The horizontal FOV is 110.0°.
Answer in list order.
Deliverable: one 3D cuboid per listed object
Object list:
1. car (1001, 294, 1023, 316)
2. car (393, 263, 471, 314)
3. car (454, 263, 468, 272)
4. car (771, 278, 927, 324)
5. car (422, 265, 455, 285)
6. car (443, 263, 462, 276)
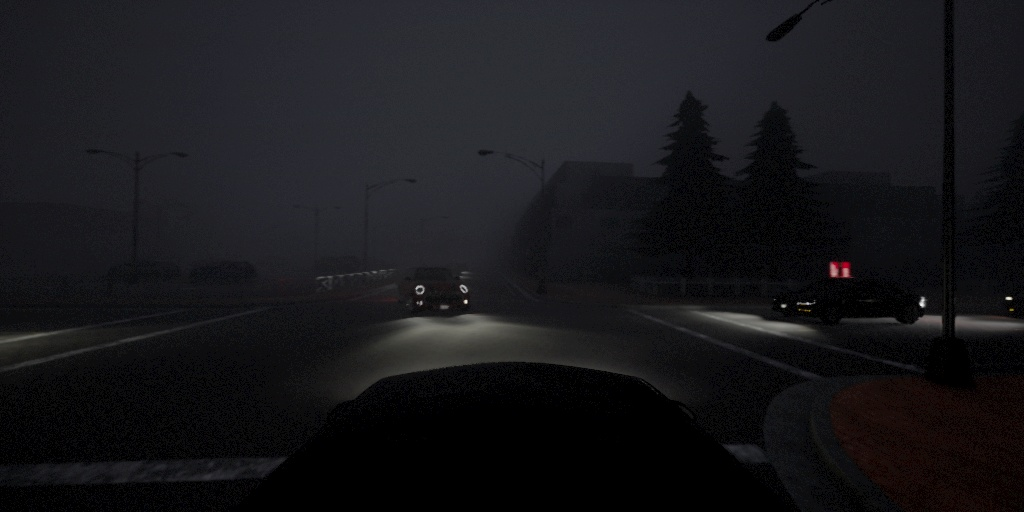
[{"bbox_3d":[22.028,1.801,13.784,4.718,1.301,1.895,1,-1,-5],"label":"car"},{"bbox_3d":[-3.272,1.185,14.402,2.097,1.767,4.553,1,-1,-25],"label":"car"},{"bbox_3d":[-8.076,1.769,57.007,1.895,1.301,4.718,1,-1,-4],"label":"car"},{"bbox_3d":[11.995,1.551,12.886,4.892,1.490,1.837,1,-1,-5],"label":"car"},{"bbox_3d":[-5.994,1.483,29.851,2.033,1.411,5.357,1,-1,-5],"label":"car"},{"bbox_3d":[-6.989,1.569,42.568,1.812,1.442,4.674,1,-1,-4],"label":"car"}]
